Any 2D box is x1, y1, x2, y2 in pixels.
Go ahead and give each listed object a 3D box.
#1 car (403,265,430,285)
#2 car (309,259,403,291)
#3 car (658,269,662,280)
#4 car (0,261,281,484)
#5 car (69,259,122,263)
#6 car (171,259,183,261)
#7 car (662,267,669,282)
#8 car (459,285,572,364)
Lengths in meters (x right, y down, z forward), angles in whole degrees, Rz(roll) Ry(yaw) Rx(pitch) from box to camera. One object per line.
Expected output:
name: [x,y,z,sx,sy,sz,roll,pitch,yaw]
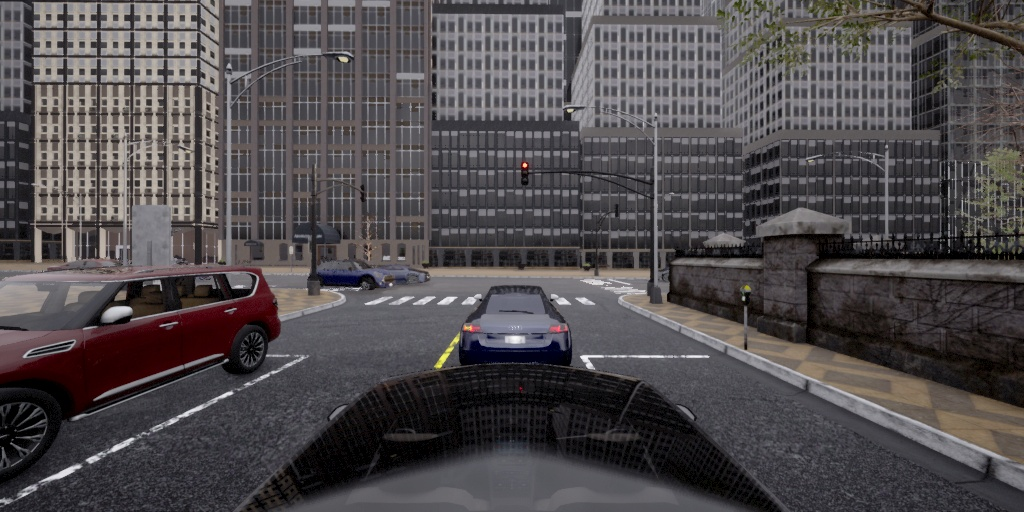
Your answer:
car: [-7.732,1.231,24.408,4.181,1.385,1.994,1,0,-1]
car: [-9.009,0.995,20.443,4.553,1.767,2.097,1,0,8]
car: [14.327,1.515,31.368,4.181,1.385,1.994,1,0,-1]
car: [-5.364,1.065,4.749,2.192,1.841,5.009,0,0,0]
car: [-23.840,0.938,20.969,5.008,1.535,1.882,1,0,-1]
car: [-22.999,0.956,24.245,5.008,1.535,1.882,1,0,-1]
car: [14.510,1.510,28.119,4.181,1.385,1.994,1,0,-1]
car: [0.088,1.314,7.767,1.994,1.385,4.181,0,0,1]
